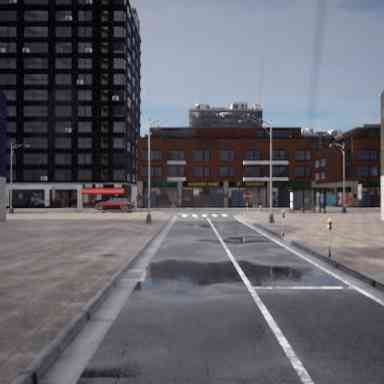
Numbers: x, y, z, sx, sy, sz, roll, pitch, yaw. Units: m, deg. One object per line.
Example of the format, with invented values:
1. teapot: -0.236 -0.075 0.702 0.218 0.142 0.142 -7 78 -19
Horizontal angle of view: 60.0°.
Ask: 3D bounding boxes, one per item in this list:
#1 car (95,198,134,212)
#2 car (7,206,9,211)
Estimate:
1. car: -9.483 1.511 40.668 4.553 1.767 2.097 0 0 3
2. car: -23.714 1.700 37.688 5.357 1.411 2.033 0 -1 0
